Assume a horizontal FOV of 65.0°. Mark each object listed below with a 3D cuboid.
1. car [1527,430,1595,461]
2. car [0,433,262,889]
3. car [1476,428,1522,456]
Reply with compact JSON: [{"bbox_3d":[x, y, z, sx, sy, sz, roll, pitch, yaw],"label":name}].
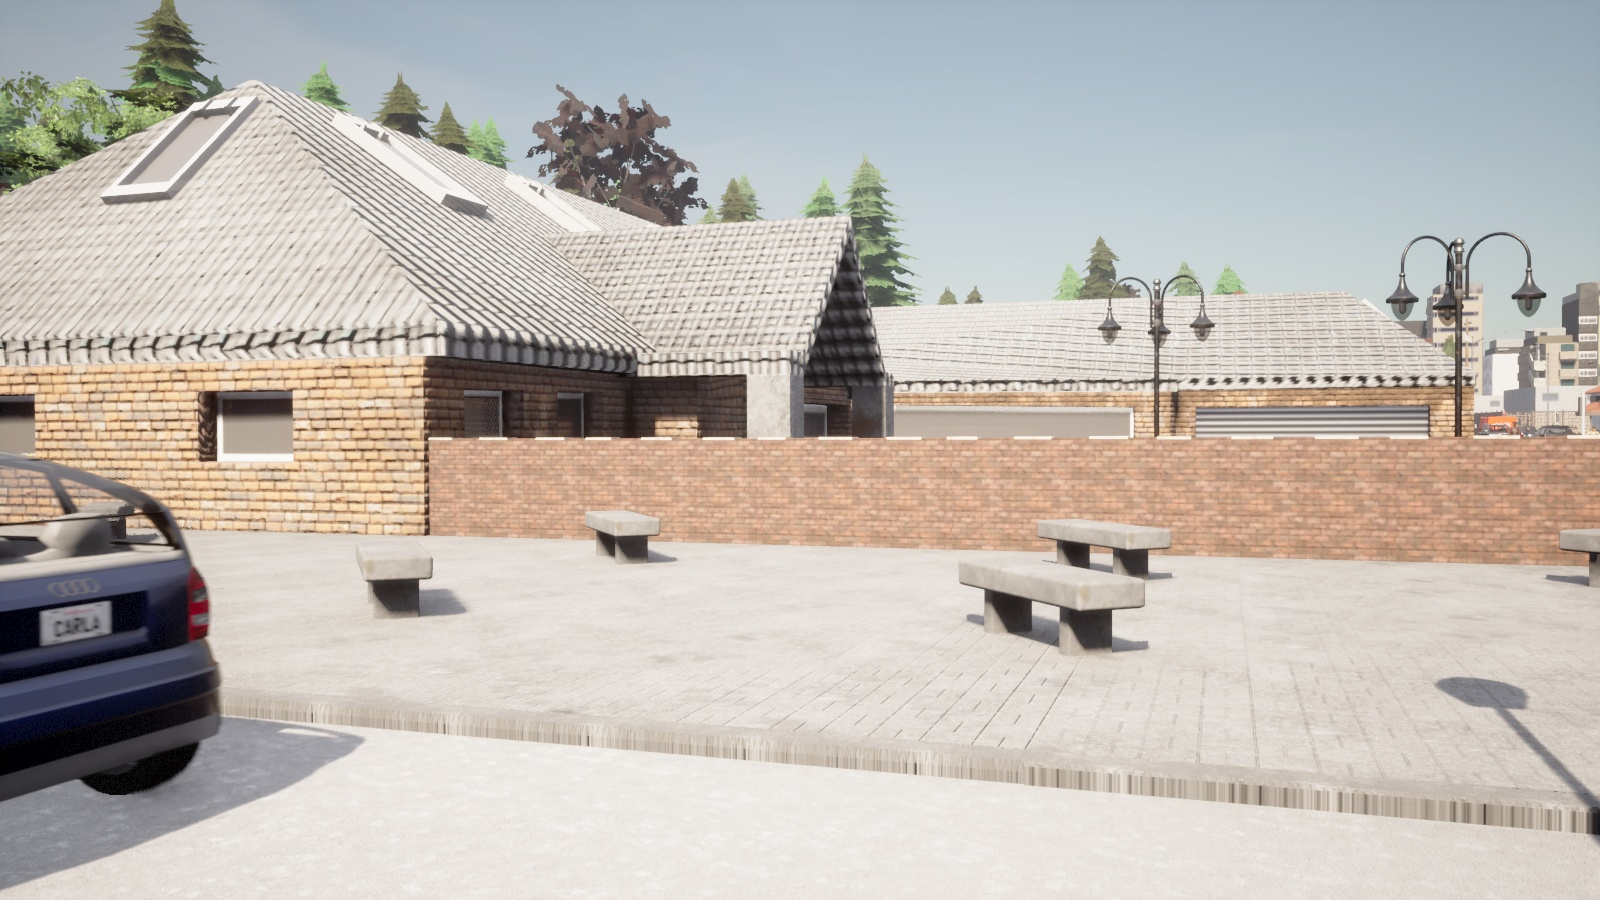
[{"bbox_3d":[42.318,-0.290,69.938,2.242,1.667,4.611,1,1,19],"label":"car"},{"bbox_3d":[-4.382,0.705,5.201,3.705,1.549,1.789,1,1,19],"label":"car"},{"bbox_3d":[47.662,-0.551,85.748,1.932,1.855,4.605,1,1,18],"label":"car"}]
